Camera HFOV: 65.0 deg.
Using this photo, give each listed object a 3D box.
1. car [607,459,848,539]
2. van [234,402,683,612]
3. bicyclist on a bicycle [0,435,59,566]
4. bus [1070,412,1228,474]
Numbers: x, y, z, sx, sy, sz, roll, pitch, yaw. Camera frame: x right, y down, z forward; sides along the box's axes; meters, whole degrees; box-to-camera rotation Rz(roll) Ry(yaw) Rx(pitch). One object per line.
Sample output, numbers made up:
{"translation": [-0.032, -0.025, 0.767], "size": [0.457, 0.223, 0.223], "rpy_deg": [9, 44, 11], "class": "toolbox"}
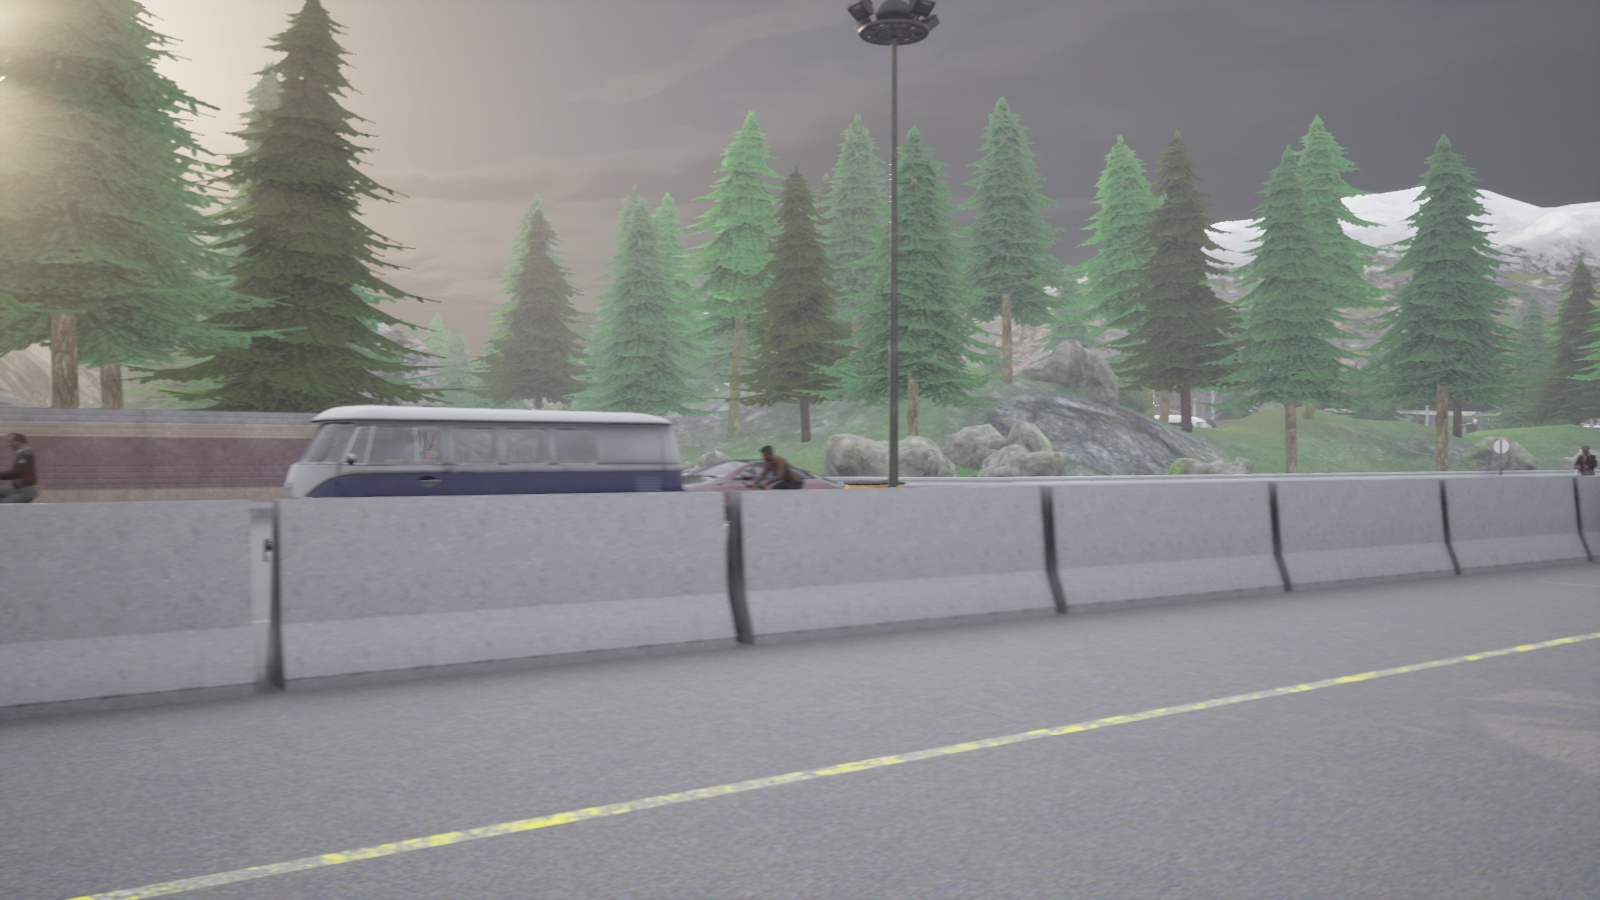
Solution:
{"translation": [-1.347, 0.871, 24.040], "size": [4.181, 1.385, 1.994], "rpy_deg": [0, 0, -35], "class": "car"}
{"translation": [-3.682, 0.539, 13.889], "size": [4.442, 1.987, 1.775], "rpy_deg": [0, 0, -35], "class": "van"}
{"translation": [-11.223, 0.681, 17.170], "size": [1.843, 1.776, 0.659], "rpy_deg": [0, 0, -35], "class": "bicyclist on a bicycle"}
{"translation": [25.000, -0.479, 90.241], "size": [10.273, 4.253, 3.944], "rpy_deg": [0, 0, 32], "class": "bus"}
